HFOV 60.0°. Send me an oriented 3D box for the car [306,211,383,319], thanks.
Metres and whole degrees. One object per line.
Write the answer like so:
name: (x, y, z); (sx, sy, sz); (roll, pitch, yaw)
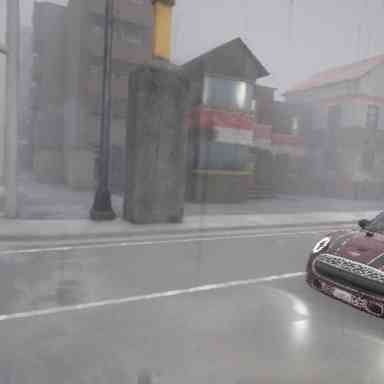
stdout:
car: (4.371, 1.053, 6.232); (4.553, 1.767, 2.097); (1, 5, -28)
